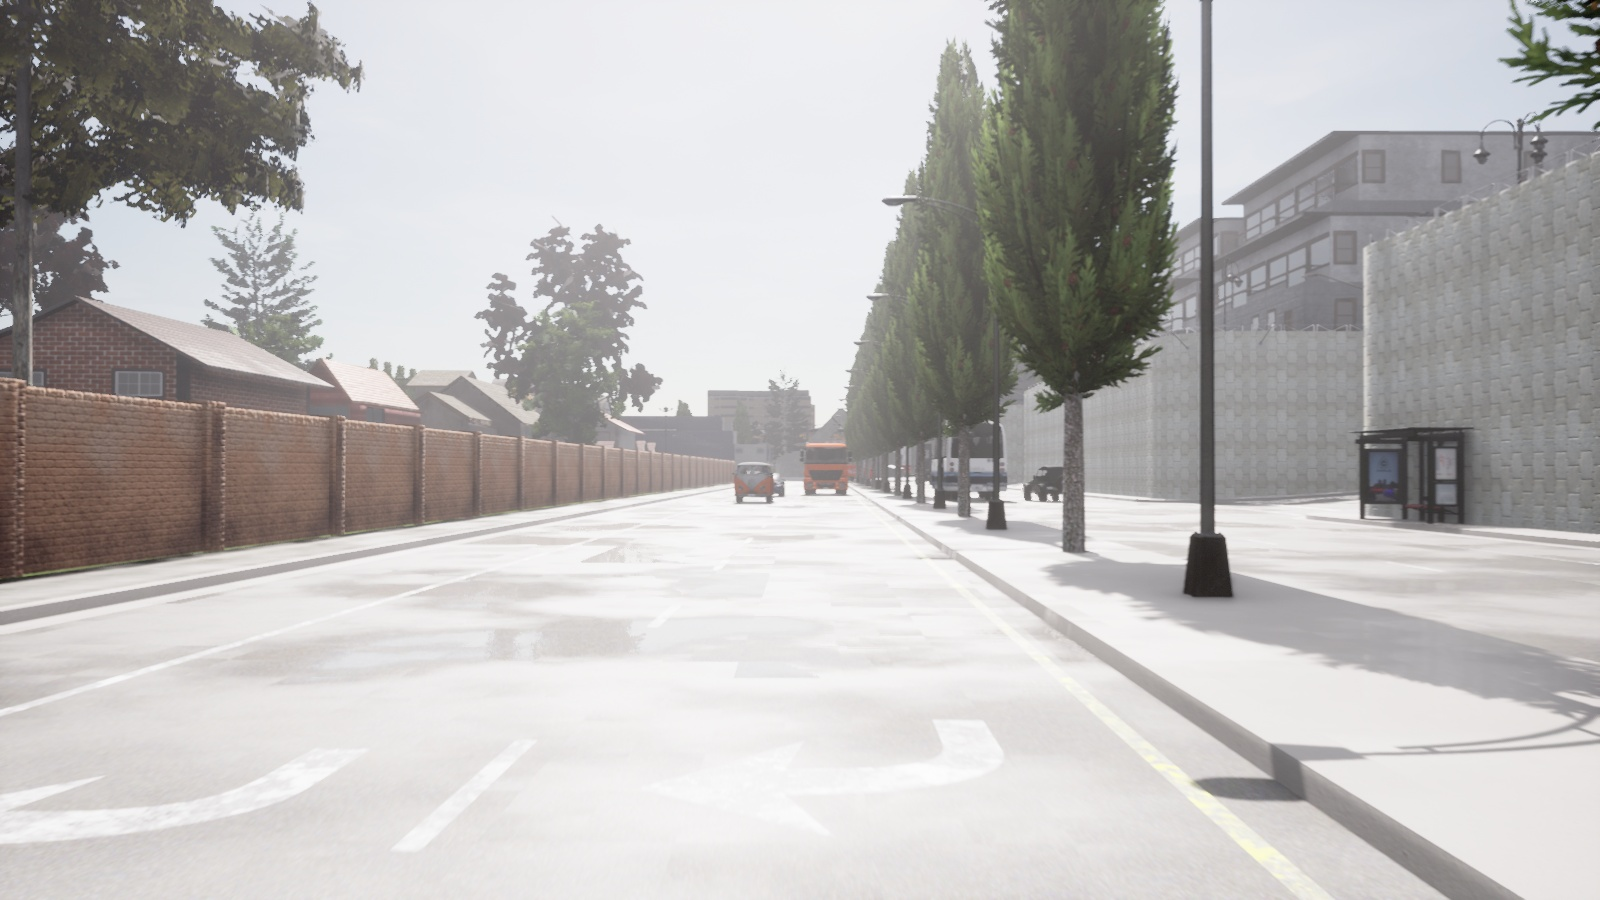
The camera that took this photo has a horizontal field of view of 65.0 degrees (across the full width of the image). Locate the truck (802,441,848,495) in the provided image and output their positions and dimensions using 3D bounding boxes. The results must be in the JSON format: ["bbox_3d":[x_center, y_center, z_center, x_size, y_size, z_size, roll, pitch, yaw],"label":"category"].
[{"bbox_3d":[1.676,1.236,84.238,2.891,3.462,7.936,0,-1,1],"label":"truck"}]

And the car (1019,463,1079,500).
[{"bbox_3d":[13.107,1.664,66.297,1.905,1.878,3.866,0,-1,-9],"label":"car"}]

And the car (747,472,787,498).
[{"bbox_3d":[-1.970,2.104,76.502,2.163,1.488,4.792,0,-1,1],"label":"car"}]

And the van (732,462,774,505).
[{"bbox_3d":[-2.267,1.604,61.302,1.775,1.987,4.442,0,-1,1],"label":"van"}]

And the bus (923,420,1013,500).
[{"bbox_3d":[9.438,0.603,71.998,3.944,4.253,10.273,0,-1,1],"label":"bus"}]
